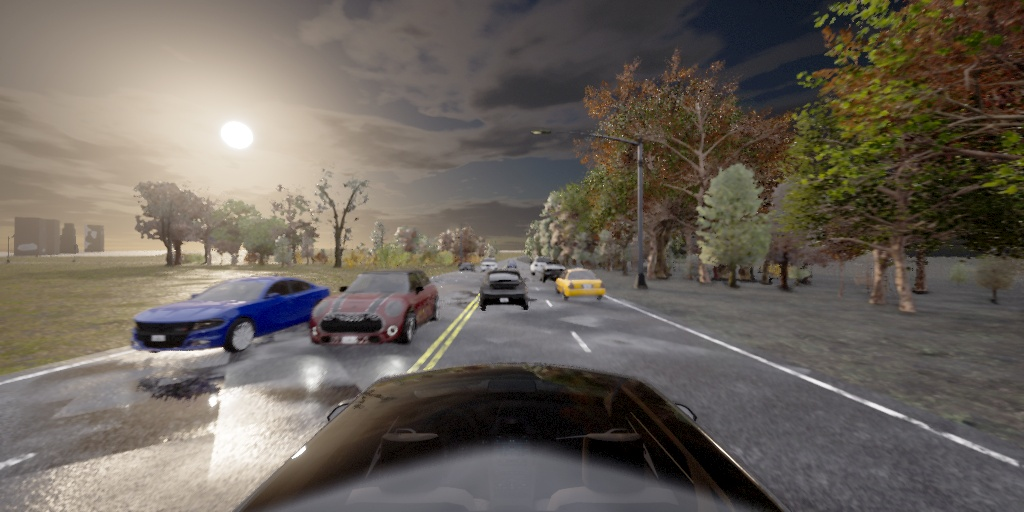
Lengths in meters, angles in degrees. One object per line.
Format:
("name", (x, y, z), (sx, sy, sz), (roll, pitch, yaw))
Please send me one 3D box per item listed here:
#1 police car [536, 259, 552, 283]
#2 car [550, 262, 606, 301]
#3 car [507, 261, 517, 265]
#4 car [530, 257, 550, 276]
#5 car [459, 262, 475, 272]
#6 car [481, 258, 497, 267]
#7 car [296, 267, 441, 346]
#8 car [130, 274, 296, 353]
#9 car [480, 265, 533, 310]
("police car", (3.266, 1.314, 28.910), (1.930, 1.638, 5.238), (1, -1, 0))
("car", (3.237, 1.287, 17.981), (1.801, 1.575, 5.366), (-1, 0, 0))
("car", (0.011, 1.640, 65.022), (2.033, 1.411, 5.357), (-1, -2, 0))
("car", (3.270, 1.173, 39.833), (2.150, 2.045, 5.566), (1, -1, 0))
("car", (-6.550, 1.632, 52.532), (1.994, 1.385, 4.181), (0, 0, 0))
("car", (-3.298, 1.287, 52.425), (2.150, 2.045, 5.566), (0, 0, 1))
("car", (-3.346, 1.151, 9.649), (2.097, 1.767, 4.553), (0, 0, 0))
("car", (-6.597, 1.274, 9.187), (1.882, 1.535, 5.008), (0, 0, 0))
("car", (-0.319, 1.339, 15.253), (1.837, 1.490, 4.892), (-1, 0, -1))
